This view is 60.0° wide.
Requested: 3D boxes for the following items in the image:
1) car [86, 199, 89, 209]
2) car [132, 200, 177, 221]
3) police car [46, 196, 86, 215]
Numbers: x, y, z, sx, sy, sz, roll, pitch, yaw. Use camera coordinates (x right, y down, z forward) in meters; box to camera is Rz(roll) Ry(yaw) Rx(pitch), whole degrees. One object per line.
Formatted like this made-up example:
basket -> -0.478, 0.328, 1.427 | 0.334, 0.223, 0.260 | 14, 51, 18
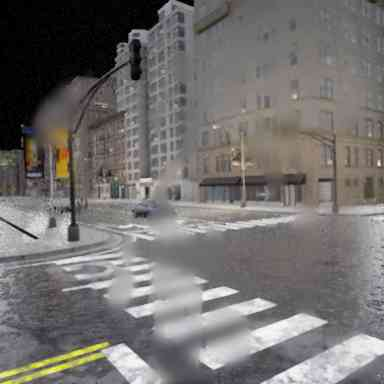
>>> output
car -> -14.111, 1.304, 40.563 | 1.837, 1.490, 4.892 | -2, 1, -35
car -> -2.872, 1.348, 24.855 | 1.994, 1.385, 4.181 | -2, 1, -36
police car -> -12.568, 1.321, 32.983 | 1.930, 1.638, 5.238 | -2, 1, -36
